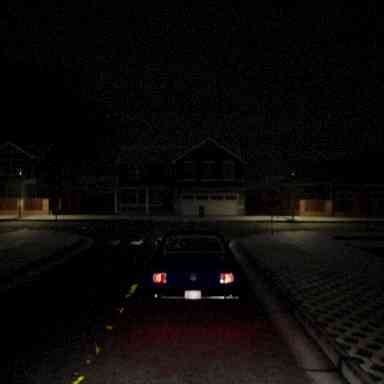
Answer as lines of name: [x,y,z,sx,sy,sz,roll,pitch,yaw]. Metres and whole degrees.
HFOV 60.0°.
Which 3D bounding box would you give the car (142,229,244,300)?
car: [0.037,1.581,8.274,1.895,1.301,4.718,0,0,0]
